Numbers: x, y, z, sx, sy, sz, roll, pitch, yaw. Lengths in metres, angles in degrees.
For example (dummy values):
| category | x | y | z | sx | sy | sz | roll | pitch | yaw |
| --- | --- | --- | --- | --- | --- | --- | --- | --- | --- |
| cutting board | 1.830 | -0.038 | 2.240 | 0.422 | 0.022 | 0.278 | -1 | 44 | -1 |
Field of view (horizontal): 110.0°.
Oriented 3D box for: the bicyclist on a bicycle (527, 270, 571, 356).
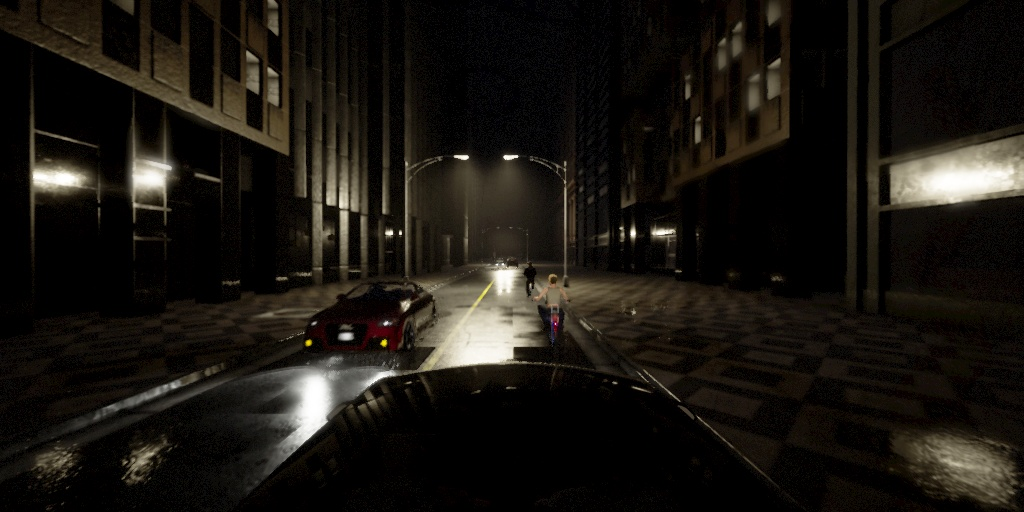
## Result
| category | x | y | z | sx | sy | sz | roll | pitch | yaw |
| --- | --- | --- | --- | --- | --- | --- | --- | --- | --- |
| bicyclist on a bicycle | 0.859 | 1.186 | 7.649 | 0.866 | 1.612 | 1.509 | 0 | 0 | 0 |

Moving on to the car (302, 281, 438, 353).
| category | x | y | z | sx | sy | sz | roll | pitch | yaw |
| --- | --- | --- | --- | --- | --- | --- | --- | --- | --- |
| car | -3.102 | 1.313 | 8.690 | 1.994 | 1.385 | 4.181 | 0 | 0 | 0 |

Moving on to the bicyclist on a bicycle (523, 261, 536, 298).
| category | x | y | z | sx | sy | sz | roll | pitch | yaw |
| --- | --- | --- | --- | --- | --- | --- | --- | --- | --- |
| bicyclist on a bicycle | 0.827 | 1.119 | 16.432 | 0.659 | 1.776 | 1.843 | 0 | 0 | 0 |

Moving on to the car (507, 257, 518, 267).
| category | x | y | z | sx | sy | sz | roll | pitch | yaw |
| --- | --- | --- | --- | --- | --- | --- | --- | --- | --- |
| car | 0.108 | 1.200 | 63.808 | 1.882 | 1.535 | 5.008 | 0 | 0 | 0 |
